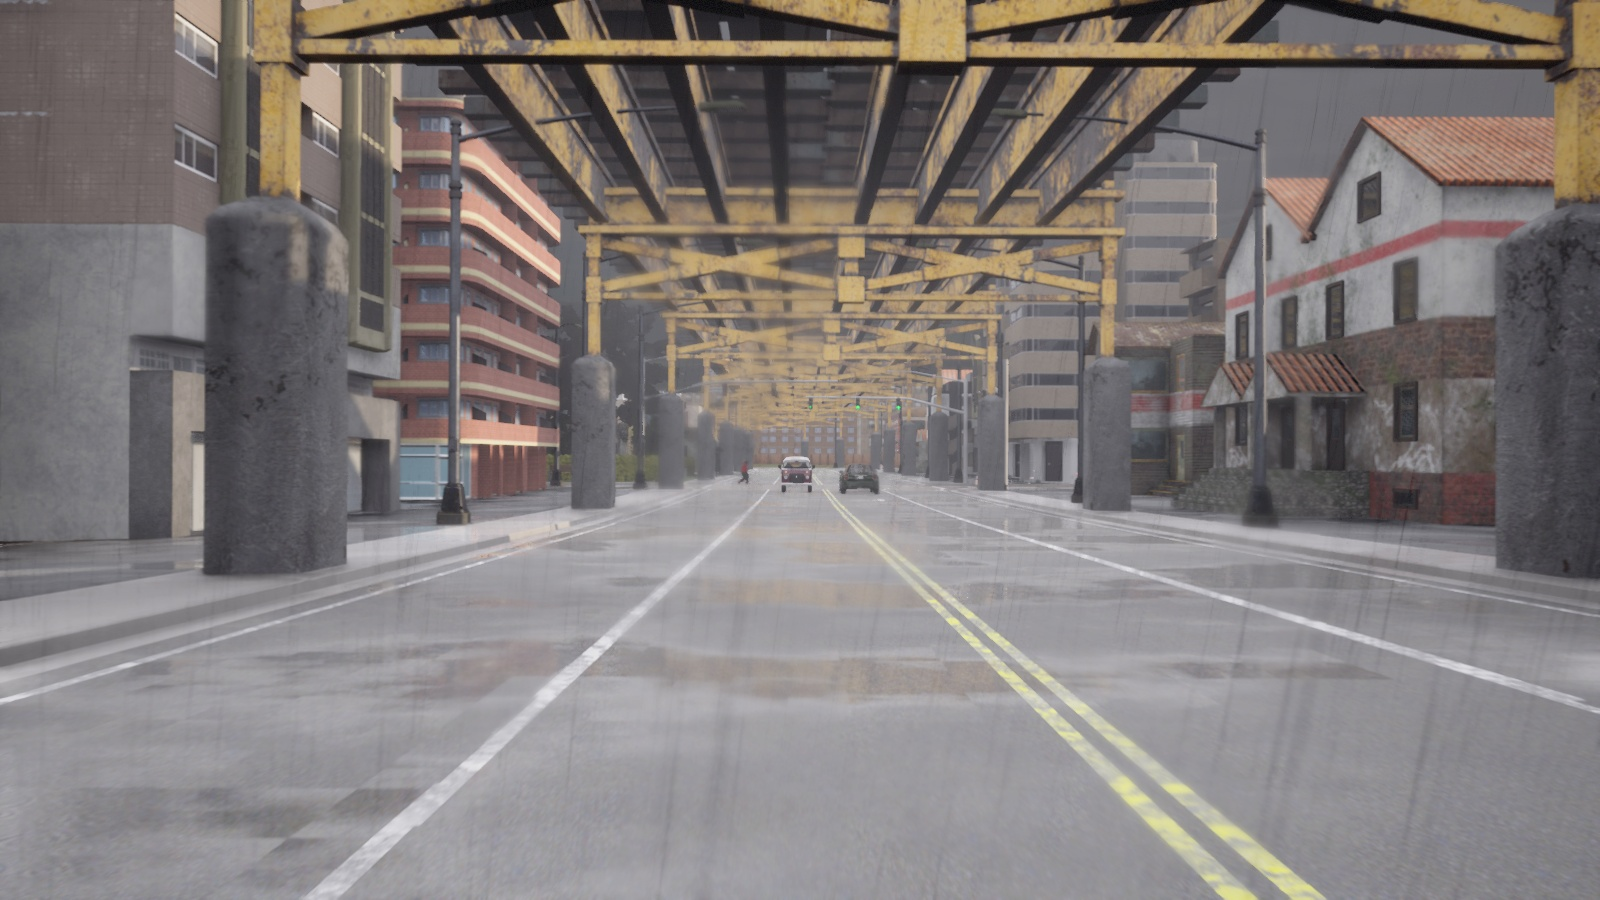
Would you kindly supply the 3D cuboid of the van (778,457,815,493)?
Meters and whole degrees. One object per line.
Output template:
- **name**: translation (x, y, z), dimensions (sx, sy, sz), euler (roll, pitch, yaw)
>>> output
- **van**: translation (-0.184, 1.408, 72.324), dimensions (2.069, 2.038, 4.480), euler (0, 0, 0)

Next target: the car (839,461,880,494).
- **car**: translation (3.320, 1.521, 70.827), dimensions (2.097, 1.767, 4.553), euler (0, 0, 0)
